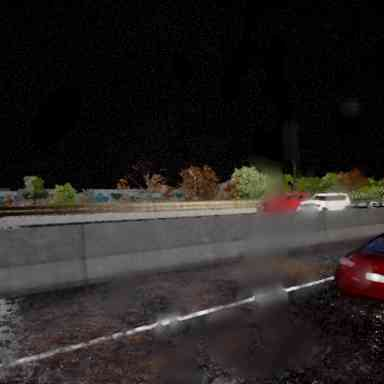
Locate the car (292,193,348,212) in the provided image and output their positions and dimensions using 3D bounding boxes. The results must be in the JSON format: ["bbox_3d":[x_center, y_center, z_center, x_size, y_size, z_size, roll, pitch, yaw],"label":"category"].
[{"bbox_3d":[11.749,1.140,29.278,5.566,2.045,2.150,0,0,-35],"label":"car"}]

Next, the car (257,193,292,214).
[{"bbox_3d":[8.679,1.141,31.410,5.566,2.045,2.150,0,0,-35],"label":"car"}]

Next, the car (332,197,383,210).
[{"bbox_3d":[13.760,1.412,26.410,4.902,1.511,2.128,0,0,-34],"label":"car"}]

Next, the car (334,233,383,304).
[{"bbox_3d":[5.011,1.536,7.276,4.181,1.385,1.994,0,0,-35],"label":"car"}]
